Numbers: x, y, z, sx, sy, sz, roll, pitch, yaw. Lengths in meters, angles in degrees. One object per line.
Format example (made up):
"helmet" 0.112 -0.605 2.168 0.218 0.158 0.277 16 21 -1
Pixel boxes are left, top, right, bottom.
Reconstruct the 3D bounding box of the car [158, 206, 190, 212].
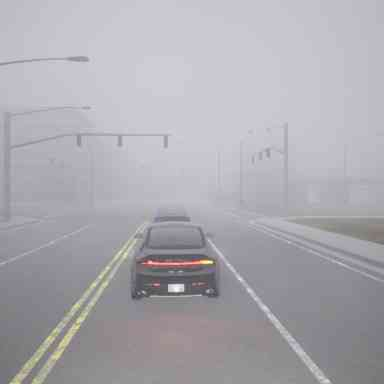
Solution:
"car" -1.086 1.478 17.956 1.882 1.535 5.008 0 0 -4

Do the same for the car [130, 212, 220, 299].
"car" -0.445 1.505 8.484 1.837 1.490 4.892 0 0 -4
